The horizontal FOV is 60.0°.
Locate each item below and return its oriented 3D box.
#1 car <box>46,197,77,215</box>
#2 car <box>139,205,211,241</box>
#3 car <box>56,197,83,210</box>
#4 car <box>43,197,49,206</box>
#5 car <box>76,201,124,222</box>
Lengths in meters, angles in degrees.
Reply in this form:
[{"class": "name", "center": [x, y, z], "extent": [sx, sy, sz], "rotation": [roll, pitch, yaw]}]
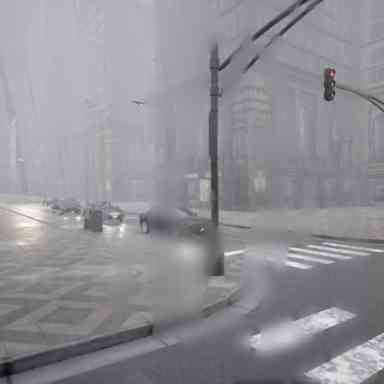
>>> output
[{"class": "car", "center": [-13.010, 1.518, 34.093], "extent": [2.033, 1.411, 5.357], "rotation": [0, 0, -35]}, {"class": "car", "center": [-0.947, 1.470, 17.175], "extent": [1.882, 1.535, 5.008], "rotation": [0, 0, -36]}, {"class": "car", "center": [-16.401, 1.489, 44.262], "extent": [2.033, 1.411, 5.357], "rotation": [0, 0, -35]}, {"class": "car", "center": [-22.043, 1.446, 52.076], "extent": [1.812, 1.442, 4.674], "rotation": [0, 0, -36]}, {"class": "car", "center": [-6.862, 1.480, 25.462], "extent": [2.128, 1.511, 4.902], "rotation": [0, 0, -36]}]
